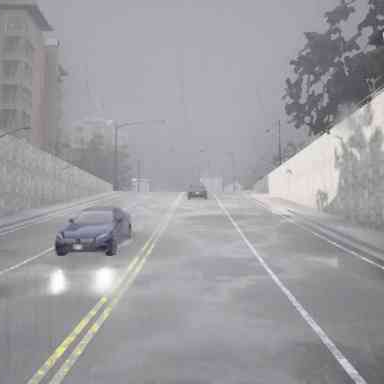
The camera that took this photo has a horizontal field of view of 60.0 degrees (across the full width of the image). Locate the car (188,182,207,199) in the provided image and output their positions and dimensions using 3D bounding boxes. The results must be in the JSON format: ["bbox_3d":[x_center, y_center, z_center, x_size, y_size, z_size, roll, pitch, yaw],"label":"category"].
[{"bbox_3d":[0.562,-0.081,34.271,1.994,1.385,4.181,0,4,1],"label":"car"}]

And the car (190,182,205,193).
[{"bbox_3d":[0.711,-0.639,44.301,1.895,1.301,4.718,0,2,1],"label":"car"}]

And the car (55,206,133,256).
[{"bbox_3d":[-3.456,1.304,12.521,1.812,1.442,4.674,0,3,1],"label":"car"}]
